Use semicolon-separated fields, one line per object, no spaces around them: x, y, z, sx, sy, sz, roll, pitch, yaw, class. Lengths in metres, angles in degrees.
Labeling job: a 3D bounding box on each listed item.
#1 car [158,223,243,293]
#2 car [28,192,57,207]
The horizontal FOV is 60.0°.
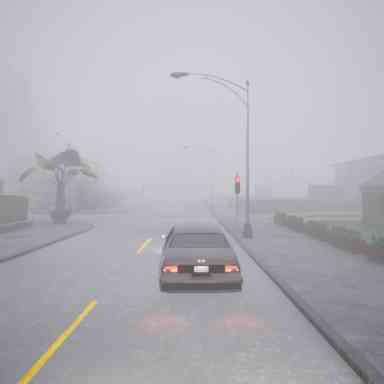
0.114;1.547;8.989;2.033;1.411;5.357;0;0;-2;car
-19.758;0.985;43.904;1.905;1.878;3.866;0;0;35;car
